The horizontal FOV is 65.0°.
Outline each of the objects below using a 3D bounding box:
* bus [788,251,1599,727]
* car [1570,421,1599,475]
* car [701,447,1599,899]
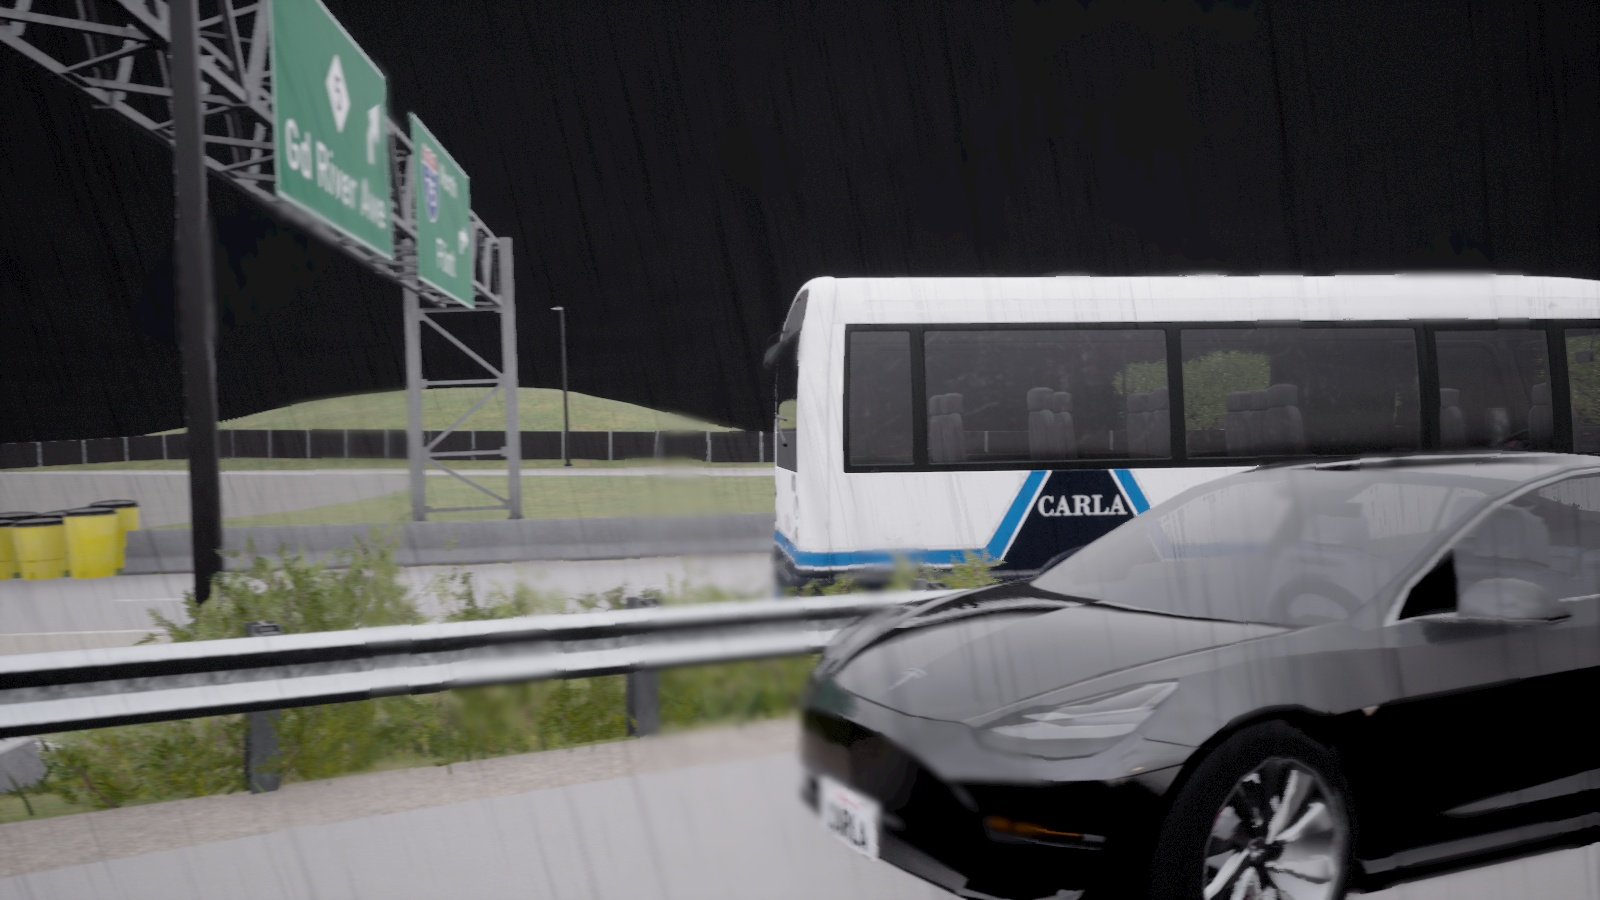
[{"bbox_3d":[5.191,0.252,13.757,10.273,4.253,3.944,-1,1,-5],"label":"bus"},{"bbox_3d":[33.403,-0.101,48.856,5.566,2.045,2.150,0,2,21],"label":"car"},{"bbox_3d":[2.248,0.733,4.901,4.792,1.488,2.163,0,0,-25],"label":"car"}]
